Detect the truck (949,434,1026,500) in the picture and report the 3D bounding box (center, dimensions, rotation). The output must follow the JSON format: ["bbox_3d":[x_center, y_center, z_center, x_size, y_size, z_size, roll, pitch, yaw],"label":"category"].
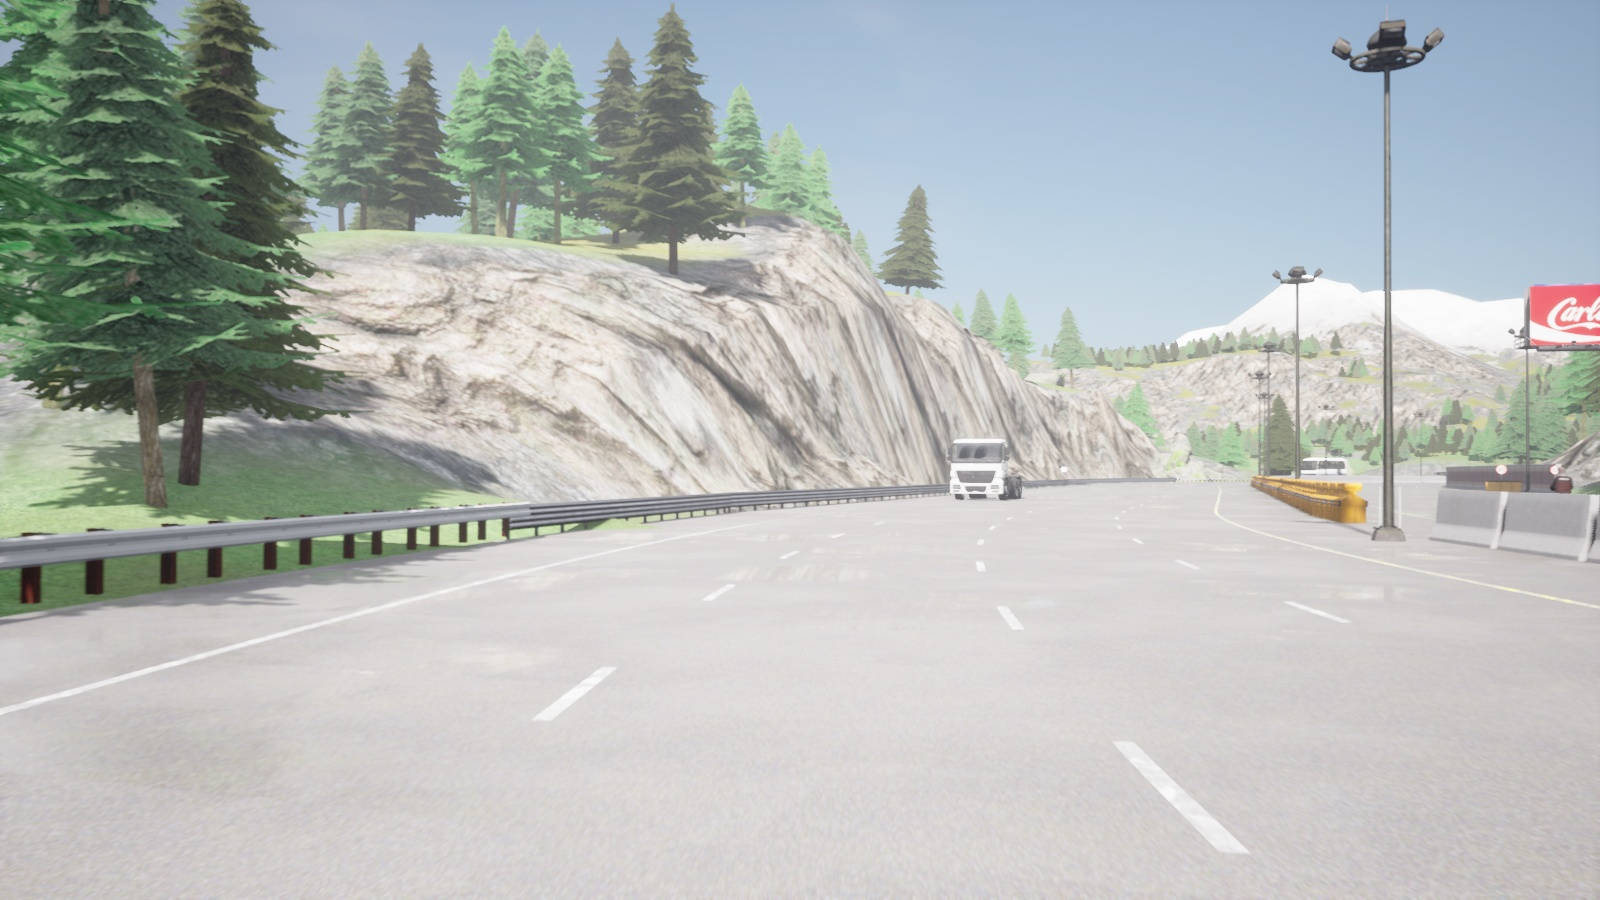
[{"bbox_3d":[10.667,0.977,70.783,2.891,3.462,7.936,-1,-1,19],"label":"truck"}]
